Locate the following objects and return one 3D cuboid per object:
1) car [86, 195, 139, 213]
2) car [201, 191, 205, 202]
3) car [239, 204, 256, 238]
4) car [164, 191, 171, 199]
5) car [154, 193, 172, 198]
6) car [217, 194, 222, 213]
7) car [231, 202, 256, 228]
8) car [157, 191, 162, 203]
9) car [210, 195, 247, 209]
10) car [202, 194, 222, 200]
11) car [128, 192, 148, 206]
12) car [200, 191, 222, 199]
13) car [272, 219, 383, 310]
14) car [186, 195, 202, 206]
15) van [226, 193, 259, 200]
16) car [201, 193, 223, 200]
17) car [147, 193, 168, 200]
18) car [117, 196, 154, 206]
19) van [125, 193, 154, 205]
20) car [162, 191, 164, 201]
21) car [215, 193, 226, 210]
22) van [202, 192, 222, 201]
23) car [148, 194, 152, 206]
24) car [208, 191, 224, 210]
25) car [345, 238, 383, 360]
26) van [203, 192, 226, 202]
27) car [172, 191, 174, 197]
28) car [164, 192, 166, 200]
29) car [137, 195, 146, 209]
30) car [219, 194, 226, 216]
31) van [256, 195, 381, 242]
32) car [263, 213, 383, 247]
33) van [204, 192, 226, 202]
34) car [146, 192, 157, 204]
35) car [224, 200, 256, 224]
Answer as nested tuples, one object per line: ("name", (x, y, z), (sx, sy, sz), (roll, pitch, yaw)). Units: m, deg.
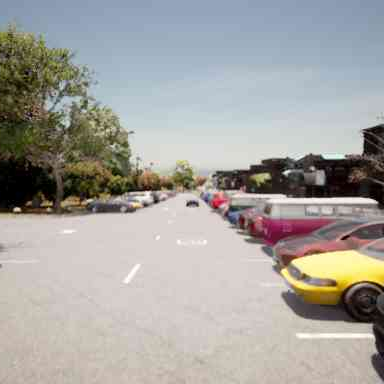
("car", (-8.352, 1.392, 34.200), (4.892, 1.521, 2.231), (0, 0, 0))
("car", (4.756, 1.094, 54.199), (5.566, 2.045, 2.435), (0, 0, 0))
("car", (4.769, 1.467, 14.953), (4.792, 1.488, 2.163), (0, 0, 0))
("car", (-8.330, 0.947, 75.840), (5.566, 2.045, 2.435), (0, 1, 0))
("car", (-8.335, 1.029, 95.272), (4.792, 1.488, 2.163), (0, 1, 0))
("car", (4.767, 1.279, 28.969), (4.553, 1.767, 2.185), (0, 0, 0))
("car", (4.768, 1.461, 17.756), (4.792, 1.488, 2.163), (0, 0, 0))
("car", (-8.381, 1.087, 56.406), (5.566, 2.045, 2.435), (0, 0, 0))
("car", (4.700, 1.246, 42.986), (4.553, 1.767, 2.185), (0, 0, 0))
("car", (4.717, 1.203, 79.438), (4.674, 1.452, 2.002), (0, 1, 0))
("car", (-8.379, 1.246, 42.527), (4.553, 1.767, 2.185), (0, 0, 0))
("car", (4.747, 0.854, 85.041), (5.566, 2.045, 2.435), (0, 1, 0))
("car", (4.557, 1.454, 6.543), (5.366, 1.575, 1.946), (0, 0, 0))
("car", (0.084, 1.475, 50.336), (1.895, 1.301, 4.718), (0, 0, 0))
("van", (4.854, 1.192, 23.362), (4.442, 1.987, 1.878), (0, 0, 0))
("car", (4.905, 1.131, 82.240), (5.366, 1.575, 1.946), (0, 1, 0))
("car", (-8.365, 1.141, 81.395), (5.008, 1.535, 2.097), (0, 1, 0))
("car", (-8.537, 1.349, 50.856), (5.366, 1.575, 1.946), (0, 0, 0))
("van", (-8.469, 1.119, 53.630), (4.442, 1.987, 1.878), (0, 0, 0))
("car", (-8.325, 1.075, 59.183), (5.566, 2.045, 2.435), (0, 0, 0))
("car", (4.766, 1.272, 31.772), (4.553, 1.767, 2.185), (0, 0, 0))
("van", (4.604, 0.965, 76.632), (4.442, 1.987, 1.878), (0, 1, 0))
("car", (-8.321, 1.394, 45.305), (4.792, 1.488, 2.163), (0, 0, 0))
("car", (4.762, 1.140, 34.575), (5.566, 2.045, 2.435), (0, 0, 0))
("car", (4.748, 1.465, 3.743), (5.008, 1.535, 2.097), (0, 0, 0))
("van", (4.607, 1.045, 68.220), (4.442, 1.987, 1.878), (0, 0, 0))
("car", (-8.177, 1.053, 89.720), (5.366, 1.575, 1.946), (0, 1, 0))
("car", (-8.541, 1.272, 67.514), (5.366, 1.575, 1.946), (0, 0, 0))
("car", (-8.162, 1.381, 36.977), (5.366, 1.575, 1.946), (0, 0, 0))
("car", (4.705, 1.286, 26.166), (4.553, 1.767, 2.185), (0, 0, 0))
("van", (4.857, 1.218, 12.149), (4.442, 1.987, 1.878), (0, 0, 0))
("car", (4.712, 1.480, 9.346), (4.792, 1.488, 2.163), (0, 0, 0))
("van", (4.839, 1.022, 71.022), (4.442, 1.987, 1.878), (0, 1, 0))
("car", (-8.379, 1.107, 48.079), (5.566, 2.045, 2.435), (0, 0, 0))
("car", (4.743, 1.424, 20.560), (5.008, 1.535, 2.097), (0, 0, 0))
